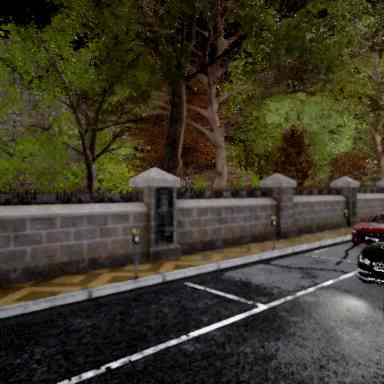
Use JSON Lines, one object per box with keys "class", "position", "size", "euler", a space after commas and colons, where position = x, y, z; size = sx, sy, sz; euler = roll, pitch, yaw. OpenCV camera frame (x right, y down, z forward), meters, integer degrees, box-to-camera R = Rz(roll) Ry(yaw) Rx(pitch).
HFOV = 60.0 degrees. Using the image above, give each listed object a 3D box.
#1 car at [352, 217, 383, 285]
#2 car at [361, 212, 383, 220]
{"class": "car", "position": [5.993, 1.475, 8.528], "size": [4.892, 1.490, 1.837], "euler": [0, -1, -41]}
{"class": "car", "position": [8.454, 1.510, 14.211], "size": [4.507, 1.381, 1.887], "euler": [-1, 0, -41]}
